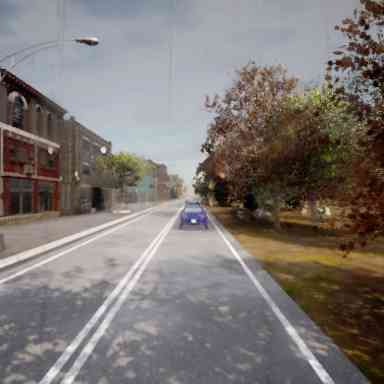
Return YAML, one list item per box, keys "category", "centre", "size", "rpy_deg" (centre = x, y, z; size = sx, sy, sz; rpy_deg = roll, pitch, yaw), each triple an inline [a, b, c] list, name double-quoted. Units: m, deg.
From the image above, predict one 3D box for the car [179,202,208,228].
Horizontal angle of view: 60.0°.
- category: "car"
  centre: [0.106, 1.644, 22.849]
  size: [1.812, 1.442, 4.674]
  rpy_deg: [0, 0, 0]

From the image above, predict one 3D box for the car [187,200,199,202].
- category: "car"
  centre: [0.111, 1.703, 41.390]
  size: [2.128, 1.511, 4.902]
  rpy_deg: [0, 0, 0]
